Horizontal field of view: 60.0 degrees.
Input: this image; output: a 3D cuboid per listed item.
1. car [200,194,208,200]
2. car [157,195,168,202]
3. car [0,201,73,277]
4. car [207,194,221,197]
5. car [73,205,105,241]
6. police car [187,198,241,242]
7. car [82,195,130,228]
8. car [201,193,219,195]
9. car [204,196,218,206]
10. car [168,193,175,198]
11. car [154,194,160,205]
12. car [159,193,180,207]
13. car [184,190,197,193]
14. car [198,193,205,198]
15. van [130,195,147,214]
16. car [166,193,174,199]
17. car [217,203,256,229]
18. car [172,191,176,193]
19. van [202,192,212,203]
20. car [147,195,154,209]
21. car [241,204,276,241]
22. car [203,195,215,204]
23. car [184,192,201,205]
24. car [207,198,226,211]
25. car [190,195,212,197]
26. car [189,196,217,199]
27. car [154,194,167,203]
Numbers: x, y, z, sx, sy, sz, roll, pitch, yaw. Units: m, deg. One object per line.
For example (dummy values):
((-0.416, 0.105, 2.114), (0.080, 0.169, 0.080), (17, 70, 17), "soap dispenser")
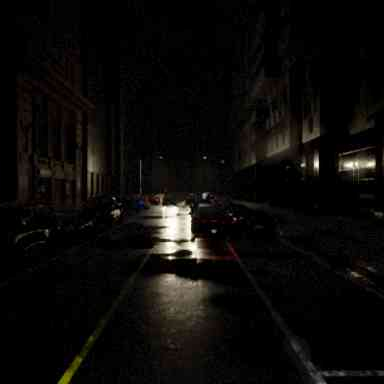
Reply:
((2.767, 1.147, 77.487), (1.802, 1.307, 4.206), (0, 0, 0), "car")
((-5.758, 1.206, 66.267), (1.802, 1.307, 4.206), (0, 0, 0), "car")
((-5.758, 1.252, 10.250), (2.192, 1.841, 5.009), (0, 0, 0), "car")
((2.767, 1.246, 32.671), (1.967, 1.590, 4.097), (0, 0, 0), "car")
((-5.759, 1.485, 15.853), (1.802, 1.307, 4.206), (0, 0, 0), "car")
((0.860, 1.329, 15.823), (1.930, 1.638, 5.238), (0, 0, 0), "police car")
((-5.758, 1.186, 21.453), (2.192, 1.841, 5.009), (0, 0, 0), "car")
((2.767, 1.059, 43.874), (2.192, 1.841, 5.009), (0, 0, 0), "car")
((2.767, 1.296, 49.478), (1.802, 1.307, 4.206), (0, 0, 0), "car")
((-5.757, 1.023, 94.276), (1.887, 1.381, 4.507), (0, 0, 0), "car")
((-5.758, 1.154, 49.463), (1.967, 1.590, 4.097), (0, 0, 0), "car")
((-3.069, 1.258, 46.134), (1.812, 1.442, 4.674), (0, 0, 0), "car")
((0.002, 0.678, 72.611), (2.150, 2.045, 5.566), (0, 0, 0), "car")
((2.768, 1.023, 94.293), (1.887, 1.381, 4.507), (0, 0, 0), "car")
((-5.758, 1.148, 32.656), (1.690, 1.788, 3.998), (0, 0, 0), "van")
((-5.757, 1.033, 88.504), (1.752, 1.417, 4.829), (0, 0, 0), "car")
((2.766, 1.436, 21.468), (1.947, 1.339, 4.313), (0, 0, 0), "car")
((-5.758, 1.087, 83.072), (2.008, 1.369, 4.403), (0, 0, 0), "car")
((2.767, 0.995, 60.680), (1.690, 1.788, 3.998), (0, 0, 0), "van")
((-5.758, 1.302, 38.089), (1.752, 1.417, 4.829), (0, 0, 0), "car")
((2.766, 1.469, 15.866), (1.947, 1.339, 4.313), (0, 0, 0), "car")
((2.767, 1.208, 55.249), (1.752, 1.417, 4.829), (0, 0, 0), "car")
((0.003, 1.214, 50.547), (1.837, 1.490, 4.892), (0, 0, 0), "car")
((2.766, 1.357, 38.273), (1.802, 1.307, 4.206), (0, 0, 0), "car")
((0.902, 1.338, 31.716), (1.812, 1.442, 4.674), (0, 0, 0), "car")
((0.842, 1.351, 25.716), (1.837, 1.490, 4.892), (0, 0, 0), "car")
((-5.758, 1.094, 60.666), (1.967, 1.590, 4.097), (0, 0, 0), "car")
